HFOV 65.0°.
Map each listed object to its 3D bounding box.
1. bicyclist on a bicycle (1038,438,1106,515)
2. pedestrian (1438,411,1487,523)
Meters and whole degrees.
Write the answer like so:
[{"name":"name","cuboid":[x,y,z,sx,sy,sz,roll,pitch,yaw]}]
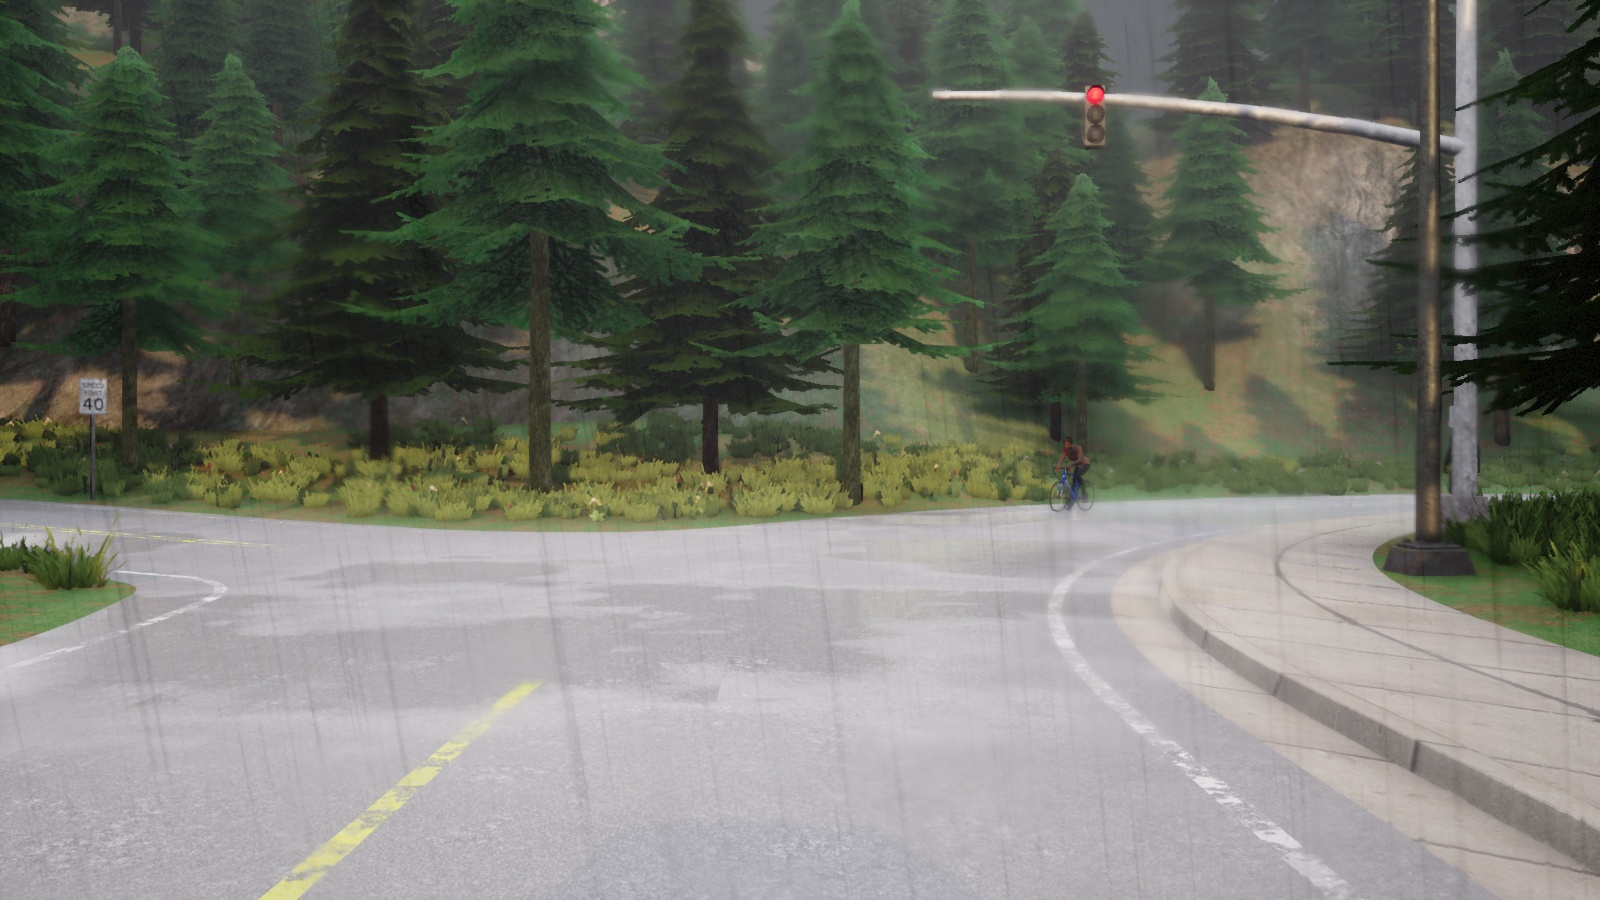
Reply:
[{"name":"bicyclist on a bicycle","cuboid":[5.882,0.551,27.127,1.656,1.620,0.582,0,1,-42]},{"name":"pedestrian","cuboid":[11.740,0.292,22.256,0.788,1.949,0.423,0,0,-32]}]
